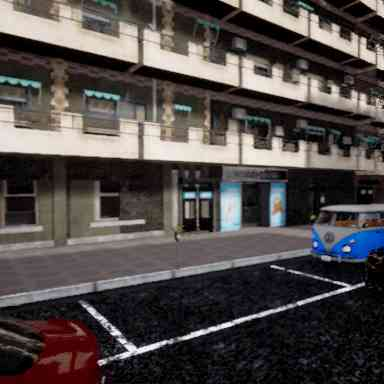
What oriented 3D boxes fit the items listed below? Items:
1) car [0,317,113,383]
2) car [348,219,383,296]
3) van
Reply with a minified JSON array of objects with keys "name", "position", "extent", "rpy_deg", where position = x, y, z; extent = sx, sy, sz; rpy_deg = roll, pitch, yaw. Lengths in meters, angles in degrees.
[{"name":"car","position":[-2.675,1.489,1.527],"extent":[4.674,1.442,1.812],"rpy_deg":[0,1,-35]},{"name":"car","position":[5.813,1.443,7.402],"extent":[5.008,1.535,1.882],"rpy_deg":[0,1,-35]},{"name":"van","position":[5.370,1.277,10.231],"extent":[3.998,1.788,1.690],"rpy_deg":[0,0,-35]}]
